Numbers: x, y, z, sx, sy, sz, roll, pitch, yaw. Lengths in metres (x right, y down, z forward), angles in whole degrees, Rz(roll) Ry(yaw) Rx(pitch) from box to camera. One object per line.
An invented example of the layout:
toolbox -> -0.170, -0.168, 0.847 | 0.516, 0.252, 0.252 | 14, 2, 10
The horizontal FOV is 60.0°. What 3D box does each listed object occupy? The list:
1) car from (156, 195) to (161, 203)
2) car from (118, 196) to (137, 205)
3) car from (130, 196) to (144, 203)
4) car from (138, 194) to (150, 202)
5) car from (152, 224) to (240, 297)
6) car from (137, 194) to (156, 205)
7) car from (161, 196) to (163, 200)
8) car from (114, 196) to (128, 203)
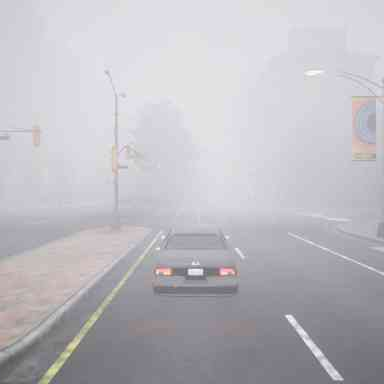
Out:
car -> -7.951, 1.525, 67.428 | 1.812, 1.442, 4.674 | 0, 0, 1
car -> -11.509, 1.491, 59.594 | 2.128, 1.511, 4.902 | 0, 0, 0
car -> -11.431, 1.525, 69.515 | 2.128, 1.511, 4.902 | 0, 0, 0
car -> -11.421, 1.355, 79.526 | 2.097, 1.767, 4.553 | 0, 0, 0
car -> 0.083, 1.547, 8.752 | 2.033, 1.411, 5.357 | 0, 0, 0
car -> -8.014, 1.564, 58.910 | 1.994, 1.385, 4.181 | 0, 0, 1
car -> -7.922, 1.500, 77.757 | 1.837, 1.490, 4.892 | 0, 0, 0
car -> -14.680, 1.594, 69.396 | 1.895, 1.301, 4.718 | 0, 0, 0
